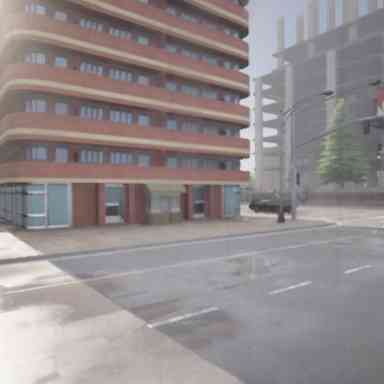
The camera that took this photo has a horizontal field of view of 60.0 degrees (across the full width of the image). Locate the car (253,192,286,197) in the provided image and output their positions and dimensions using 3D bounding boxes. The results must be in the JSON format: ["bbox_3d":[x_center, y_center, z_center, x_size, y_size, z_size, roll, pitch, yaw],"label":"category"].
[{"bbox_3d":[9.129,1.058,37.298,2.150,2.045,5.566,0,0,-36],"label":"car"}]

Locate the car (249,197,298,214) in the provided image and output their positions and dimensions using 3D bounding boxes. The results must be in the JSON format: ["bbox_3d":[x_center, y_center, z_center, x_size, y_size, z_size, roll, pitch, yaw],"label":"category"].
[{"bbox_3d":[7.978,1.457,32.955,1.895,1.301,4.718,0,0,-36],"label":"car"}]
